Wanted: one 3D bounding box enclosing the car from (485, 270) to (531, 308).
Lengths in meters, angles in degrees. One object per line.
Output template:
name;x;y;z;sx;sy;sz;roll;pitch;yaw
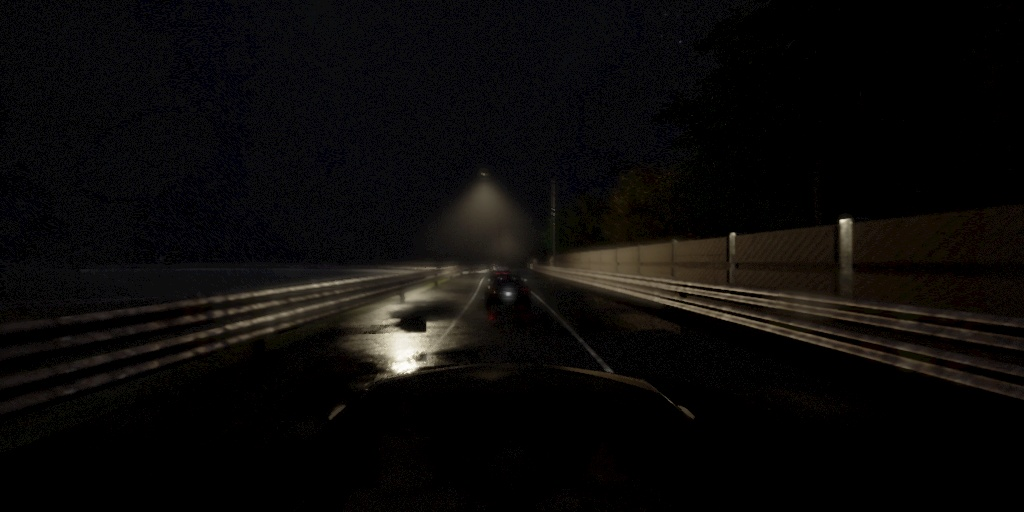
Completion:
car;-0.206;1.522;16.385;1.994;1.385;4.181;0;-1;-2

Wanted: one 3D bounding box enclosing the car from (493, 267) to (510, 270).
car;-0.976;1.662;31.514;2.128;1.511;4.902;0;-1;-3
